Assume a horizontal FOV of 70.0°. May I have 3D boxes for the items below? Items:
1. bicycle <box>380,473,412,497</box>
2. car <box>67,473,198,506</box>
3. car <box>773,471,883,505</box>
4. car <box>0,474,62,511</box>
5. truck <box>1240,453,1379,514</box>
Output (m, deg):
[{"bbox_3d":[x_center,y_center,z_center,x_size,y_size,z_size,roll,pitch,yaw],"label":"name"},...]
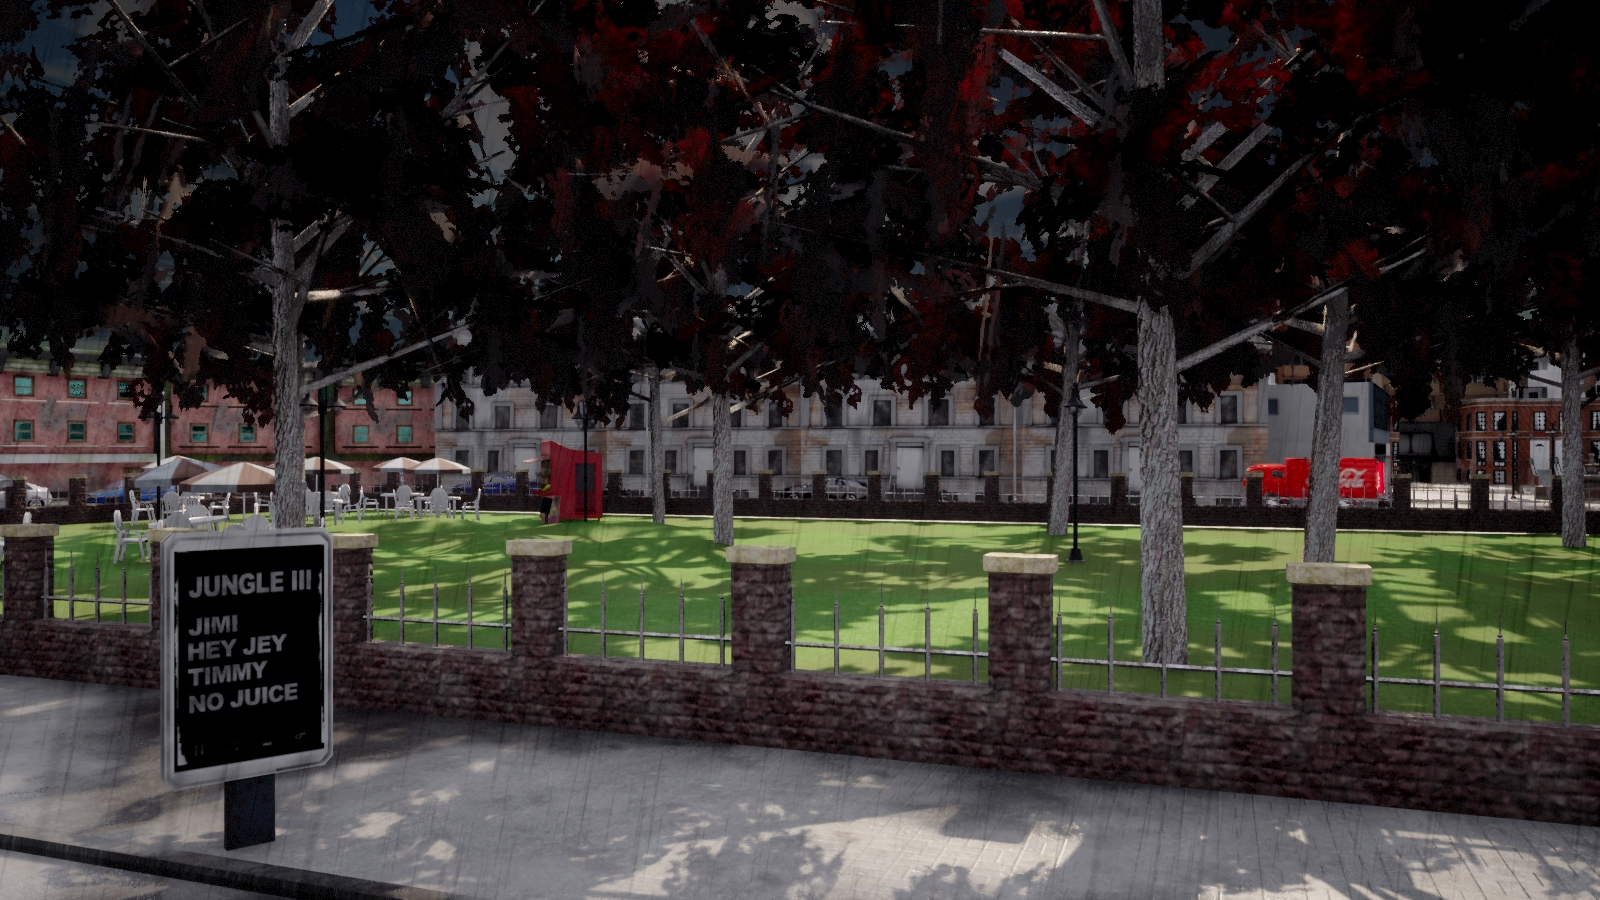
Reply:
[{"bbox_3d":[-22.552,1.955,63.734,1.643,1.296,0.373,0,1,3],"label":"bicycle"},{"bbox_3d":[-32.737,1.907,56.226,2.033,1.411,5.357,0,0,26],"label":"car"},{"bbox_3d":[1.372,1.835,55.745,4.902,1.511,2.128,0,0,20],"label":"car"},{"bbox_3d":[-35.185,1.861,49.618,2.231,1.480,4.892,0,0,20],"label":"car"},{"bbox_3d":[21.470,1.347,48.468,5.204,2.467,2.627,0,0,20],"label":"truck"}]
